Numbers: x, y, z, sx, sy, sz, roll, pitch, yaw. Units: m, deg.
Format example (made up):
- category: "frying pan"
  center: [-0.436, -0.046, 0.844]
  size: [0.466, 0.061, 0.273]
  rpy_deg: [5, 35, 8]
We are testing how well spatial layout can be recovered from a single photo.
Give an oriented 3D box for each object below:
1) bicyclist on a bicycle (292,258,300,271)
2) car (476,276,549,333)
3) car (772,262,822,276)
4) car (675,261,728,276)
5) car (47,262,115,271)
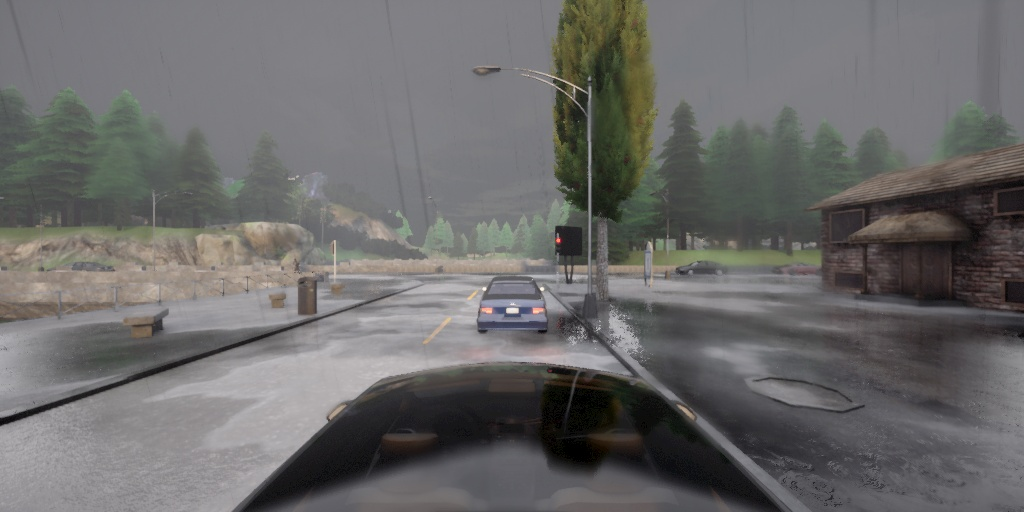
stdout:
- category: "bicyclist on a bicycle"
  center: [-24.496, 1.092, 40.666]
  size: [0.582, 1.620, 1.656]
  rpy_deg: [0, 0, 0]
- category: "car"
  center: [0.030, 1.296, 10.720]
  size: [2.033, 1.411, 5.357]
  rpy_deg: [0, 0, 0]
- category: "car"
  center: [28.969, 1.308, 36.423]
  size: [4.181, 1.385, 1.994]
  rpy_deg: [0, 0, 0]
- category: "car"
  center: [19.217, 1.249, 36.433]
  size: [4.892, 1.490, 1.837]
  rpy_deg: [0, 0, 0]
- category: "car"
  center: [-43.699, 1.292, 36.384]
  size: [5.357, 1.411, 2.033]
  rpy_deg: [0, 0, 0]
